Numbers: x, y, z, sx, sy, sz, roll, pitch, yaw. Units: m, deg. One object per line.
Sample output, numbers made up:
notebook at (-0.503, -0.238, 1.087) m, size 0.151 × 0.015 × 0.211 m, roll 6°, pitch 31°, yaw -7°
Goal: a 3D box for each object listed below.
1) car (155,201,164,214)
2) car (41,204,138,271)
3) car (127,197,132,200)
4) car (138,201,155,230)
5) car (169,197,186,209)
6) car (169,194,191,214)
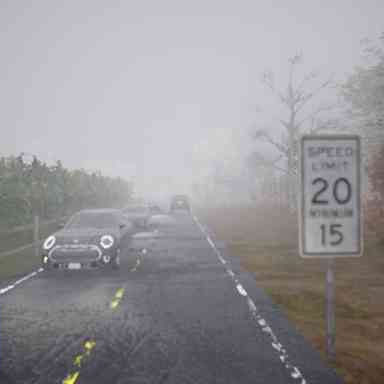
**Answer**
car at (-4.175, 1.668, 37.085) m, size 1.895 × 1.301 × 4.718 m, roll -1°, pitch 0°, yaw -2°
car at (-3.243, 1.394, 11.149) m, size 2.097 × 1.767 × 4.553 m, roll -1°, pitch 0°, yaw -2°
car at (-14.455, 1.470, 72.848) m, size 1.994 × 1.385 × 4.181 m, roll -1°, pitch 0°, yaw -35°
car at (-3.642, 1.557, 21.424) m, size 1.837 × 1.490 × 4.892 m, roll -1°, pitch 0°, yaw -2°
car at (-2.183, 1.533, 48.635) m, size 2.128 × 1.511 × 4.902 m, roll -1°, pitch 0°, yaw -7°
car at (-1.309, 1.263, 36.807) m, size 2.150 × 2.045 × 5.566 m, roll -1°, pitch 0°, yaw -2°
